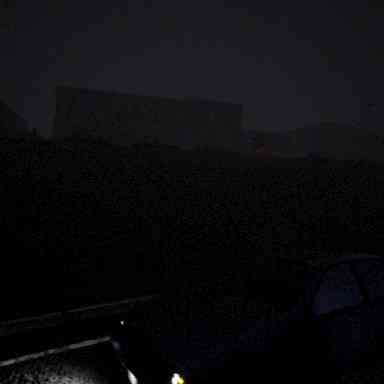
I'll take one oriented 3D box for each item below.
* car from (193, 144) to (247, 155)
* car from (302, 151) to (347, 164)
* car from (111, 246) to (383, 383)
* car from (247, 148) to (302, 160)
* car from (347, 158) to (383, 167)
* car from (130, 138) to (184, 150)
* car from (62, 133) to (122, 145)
[{"bbox_3d":[2.303,-3.659,31.006,4.674,1.452,2.002,3,-2,-14],"label":"car"},{"bbox_3d":[12.939,-3.282,34.065,4.553,1.767,2.185,3,-2,-17],"label":"car"},{"bbox_3d":[1.677,1.559,4.803,5.357,1.411,2.033,1,0,-31],"label":"car"},{"bbox_3d":[7.647,-3.428,32.481,5.008,1.535,2.097,3,-2,-15],"label":"car"},{"bbox_3d":[18.373,-2.843,35.828,4.792,1.488,2.163,3,-2,-18],"label":"car"},{"bbox_3d":[-3.068,-3.964,29.648,4.892,1.521,2.231,3,-1,-13],"label":"car"},{"bbox_3d":[-8.438,-4.208,28.397,4.892,1.521,2.231,2,-1,-13],"label":"car"}]
